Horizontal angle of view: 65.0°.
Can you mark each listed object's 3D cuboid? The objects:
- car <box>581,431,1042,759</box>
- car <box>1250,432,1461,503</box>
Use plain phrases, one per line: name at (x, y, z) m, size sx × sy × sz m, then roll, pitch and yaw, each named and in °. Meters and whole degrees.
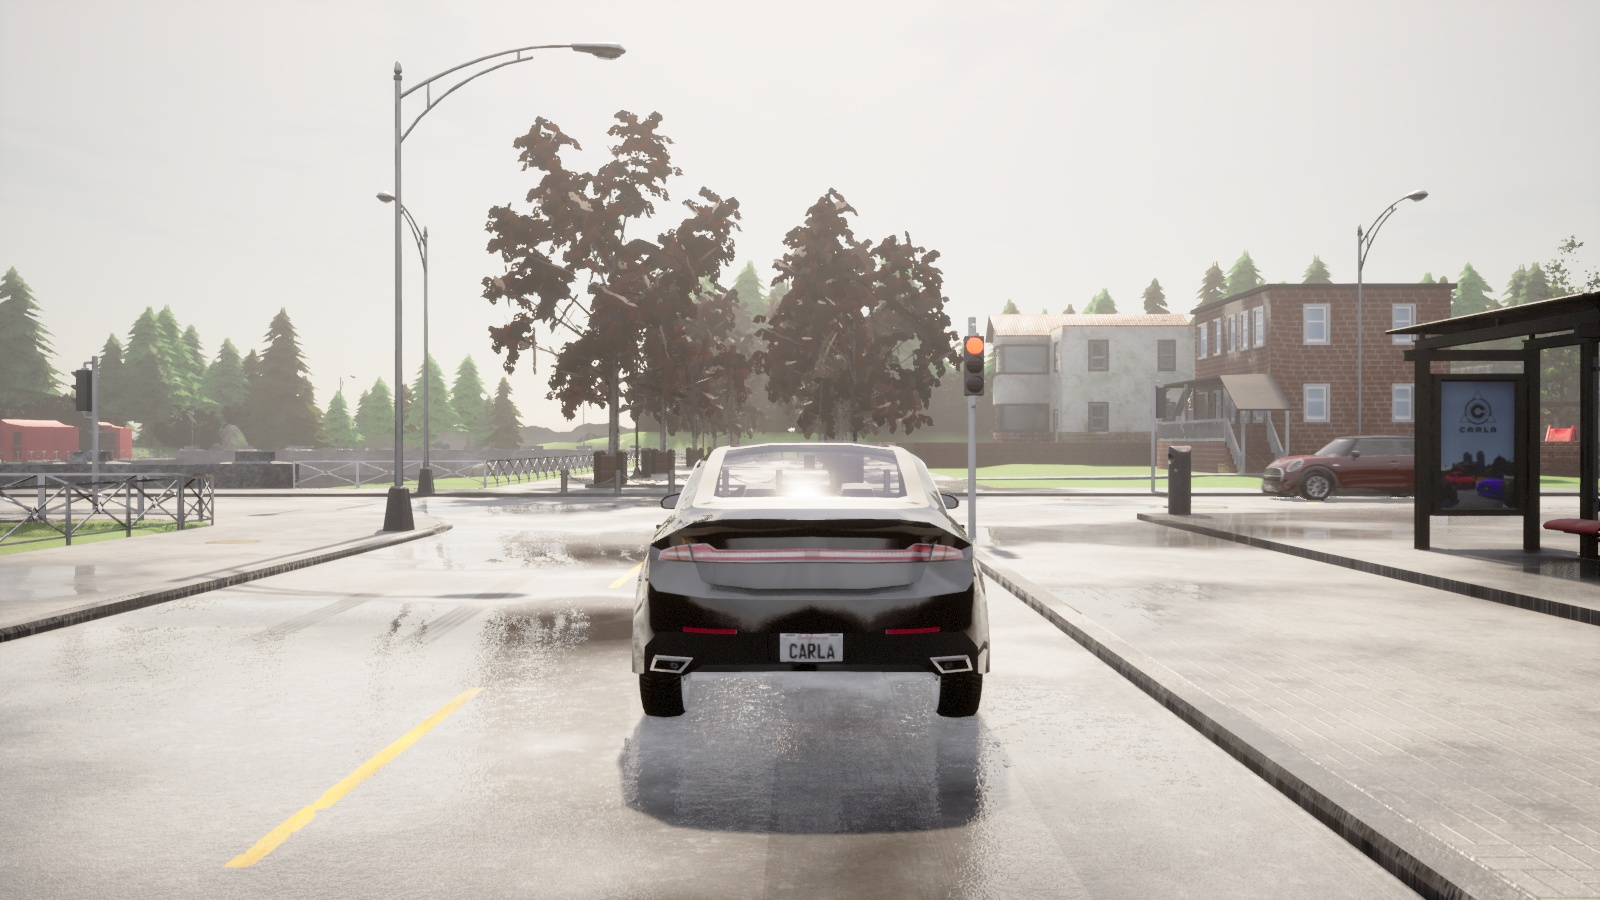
car at (0.062, 0.656, 8.254) m, size 2.128 × 1.511 × 4.902 m, roll 0°, pitch 0°, yaw 0°
car at (14.333, 0.432, 32.630) m, size 4.553 × 1.767 × 2.097 m, roll 0°, pitch 0°, yaw 0°
